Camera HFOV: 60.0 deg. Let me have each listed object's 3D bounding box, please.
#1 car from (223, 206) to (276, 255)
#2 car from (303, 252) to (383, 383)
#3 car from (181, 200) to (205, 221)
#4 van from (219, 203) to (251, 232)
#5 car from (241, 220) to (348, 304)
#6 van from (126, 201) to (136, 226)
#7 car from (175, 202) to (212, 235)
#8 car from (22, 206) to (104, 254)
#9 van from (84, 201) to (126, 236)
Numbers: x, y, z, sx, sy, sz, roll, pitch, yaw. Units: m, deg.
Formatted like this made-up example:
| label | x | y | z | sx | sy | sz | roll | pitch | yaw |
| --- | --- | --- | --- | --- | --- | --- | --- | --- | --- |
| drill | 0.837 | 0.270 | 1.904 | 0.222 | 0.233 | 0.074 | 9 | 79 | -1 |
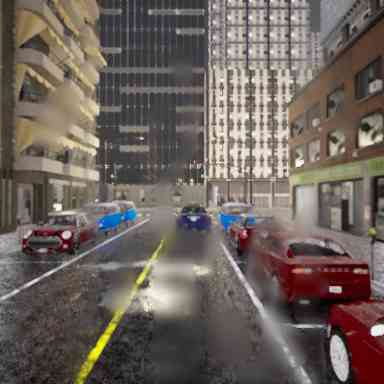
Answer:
| label | x | y | z | sx | sy | sz | roll | pitch | yaw |
| --- | --- | --- | --- | --- | --- | --- | --- | --- | --- |
| car | 2.568 | 1.586 | 13.880 | 1.967 | 1.590 | 4.097 | 0 | -1 | 0 |
| car | 2.568 | 1.572 | 2.500 | 1.887 | 1.381 | 4.507 | 0 | -1 | 0 |
| car | 0.121 | 1.698 | 31.975 | 2.097 | 1.767 | 4.553 | 0 | -1 | 0 |
| van | 2.567 | 1.549 | 19.571 | 1.690 | 1.788 | 3.998 | 0 | -1 | 0 |
| car | 2.568 | 1.630 | 8.190 | 1.887 | 1.381 | 4.507 | 0 | -1 | 0 |
| van | -5.314 | 1.613 | 25.254 | 1.690 | 1.788 | 3.998 | 0 | -1 | 0 |
| car | 0.098 | 1.575 | 20.743 | 2.097 | 1.767 | 4.553 | 0 | 0 | 0 |
| car | -5.313 | 1.587 | 13.874 | 1.967 | 1.590 | 4.097 | 0 | -1 | 0 |
| van | -5.313 | 1.550 | 19.565 | 1.690 | 1.788 | 3.998 | 0 | -1 | 0 |
